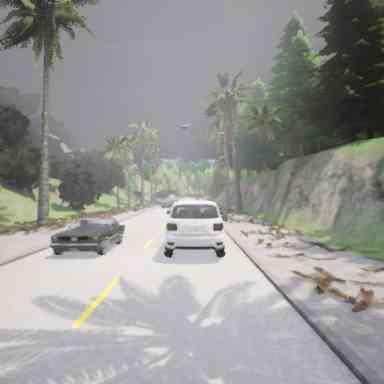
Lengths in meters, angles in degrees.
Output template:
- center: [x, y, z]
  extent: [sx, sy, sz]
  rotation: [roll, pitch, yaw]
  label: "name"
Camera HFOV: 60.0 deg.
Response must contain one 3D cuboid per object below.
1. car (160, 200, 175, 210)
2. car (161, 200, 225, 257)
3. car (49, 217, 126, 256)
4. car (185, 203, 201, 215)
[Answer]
- center: [-4.071, 2.092, 55.113]
  extent: [2.033, 1.411, 5.357]
  rotation: [0, -1, 1]
  label: "car"
- center: [0.103, 1.360, 13.725]
  extent: [2.150, 2.045, 5.566]
  rotation: [0, 0, 0]
  label: "car"
- center: [-4.097, 1.738, 13.792]
  extent: [1.895, 1.301, 4.718]
  rotation: [0, -1, 0]
  label: "car"
- center: [0.101, 2.002, 40.541]
  extent: [1.895, 1.301, 4.718]
  rotation: [0, -1, 0]
  label: "car"
